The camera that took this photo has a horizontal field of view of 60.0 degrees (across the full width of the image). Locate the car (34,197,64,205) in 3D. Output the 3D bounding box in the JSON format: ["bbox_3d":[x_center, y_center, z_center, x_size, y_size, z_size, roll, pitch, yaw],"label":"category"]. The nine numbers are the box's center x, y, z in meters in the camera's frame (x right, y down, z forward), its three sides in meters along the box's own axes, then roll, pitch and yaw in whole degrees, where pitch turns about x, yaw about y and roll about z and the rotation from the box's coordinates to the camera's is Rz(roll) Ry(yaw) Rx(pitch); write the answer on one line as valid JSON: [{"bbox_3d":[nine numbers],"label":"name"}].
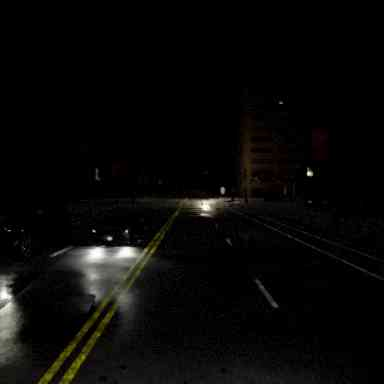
[{"bbox_3d":[-24.693,1.539,57.571,4.313,1.339,1.947,0,1,0],"label":"car"}]

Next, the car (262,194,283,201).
[{"bbox_3d":[16.723,1.146,69.195,4.097,1.590,1.967,0,1,0],"label":"car"}]

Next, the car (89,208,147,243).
[{"bbox_3d":[-3.341,1.514,16.169,2.033,1.411,5.357,0,0,0],"label":"car"}]

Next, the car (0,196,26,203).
[{"bbox_3d":[-35.540,1.444,66.095,4.206,1.307,1.802,0,1,0],"label":"car"}]

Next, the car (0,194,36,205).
[{"bbox_3d":[-30.120,1.308,57.566,5.009,1.841,2.192,0,1,0],"label":"car"}]

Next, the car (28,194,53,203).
[{"bbox_3d":[-30.116,1.283,66.092,4.097,1.590,1.967,0,1,0],"label":"car"}]

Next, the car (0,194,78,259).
[{"bbox_3d":[-6.591,1.196,12.912,2.150,2.045,5.566,0,0,0],"label":"car"}]
